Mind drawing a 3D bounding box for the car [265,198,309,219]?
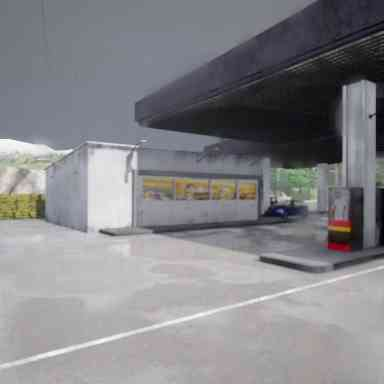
[{"bbox_3d":[8.988,1.633,31.473,4.611,1.667,2.242,0,0,-36],"label":"car"}]
